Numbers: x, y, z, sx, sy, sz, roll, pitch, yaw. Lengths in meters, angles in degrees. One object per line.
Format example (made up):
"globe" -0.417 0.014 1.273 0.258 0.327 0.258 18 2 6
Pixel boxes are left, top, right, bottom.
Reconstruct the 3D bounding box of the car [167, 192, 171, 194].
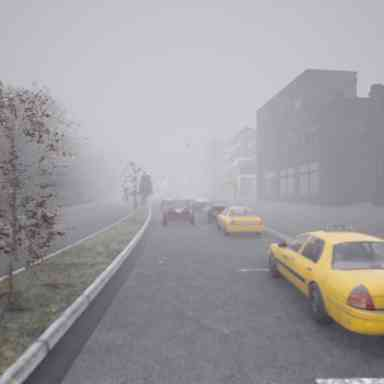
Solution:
"car" -3.414 1.194 67.531 2.163 1.488 4.792 0 0 -7

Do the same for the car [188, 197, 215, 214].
"car" 0.860 1.363 34.592 2.097 1.535 5.008 0 0 -7

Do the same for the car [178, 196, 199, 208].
"car" -0.554 1.308 45.493 2.231 1.521 4.892 0 0 -7

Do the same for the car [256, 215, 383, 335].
"car" 2.966 1.455 7.024 1.946 1.575 5.366 0 0 -1

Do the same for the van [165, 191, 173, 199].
"van" -6.279 0.749 89.616 1.878 1.987 4.442 0 1 -7

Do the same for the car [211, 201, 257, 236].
"car" 2.447 1.422 18.030 1.946 1.575 5.366 0 0 -3

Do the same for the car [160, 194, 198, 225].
"car" -1.011 1.274 23.417 2.097 1.767 4.553 0 0 -5

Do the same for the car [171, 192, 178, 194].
"car" -1.986 1.271 56.528 2.163 1.488 4.792 0 0 -7

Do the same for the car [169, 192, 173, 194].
"car" -2.695 1.244 61.999 2.002 1.452 4.674 0 0 -7

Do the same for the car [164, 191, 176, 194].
"car" -4.126 0.870 73.028 2.435 2.045 5.566 0 0 -7

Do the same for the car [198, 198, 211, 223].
"car" 1.908 1.431 25.051 2.163 1.488 4.792 0 0 -4

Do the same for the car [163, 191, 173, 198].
"car" -6.982 0.669 95.028 2.435 2.045 5.566 0 1 -7
